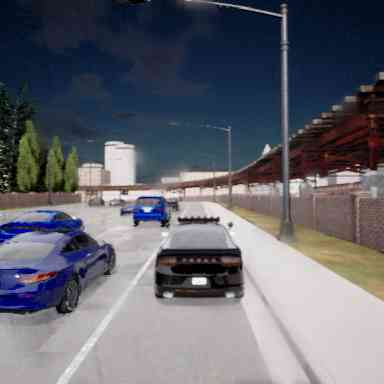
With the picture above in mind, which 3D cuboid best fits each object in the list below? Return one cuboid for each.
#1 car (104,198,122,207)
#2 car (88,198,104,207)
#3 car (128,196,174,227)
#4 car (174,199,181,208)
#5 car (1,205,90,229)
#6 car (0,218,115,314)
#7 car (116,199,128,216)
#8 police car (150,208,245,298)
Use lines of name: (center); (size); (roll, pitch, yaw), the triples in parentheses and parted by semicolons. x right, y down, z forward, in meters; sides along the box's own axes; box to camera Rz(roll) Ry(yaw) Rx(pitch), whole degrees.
car: (-12.791, 1.722, 56.643); (2.128, 1.511, 4.902); (0, 0, 1)
car: (-16.283, 1.762, 56.945); (1.837, 1.490, 4.892); (0, -1, 1)
car: (-2.810, 1.303, 23.972); (2.150, 2.045, 5.566); (0, 0, 1)
car: (-2.556, 1.633, 42.276); (1.837, 1.490, 4.892); (0, 0, 1)
car: (-6.481, 1.557, 14.983); (1.882, 1.535, 5.008); (0, 0, 1)
car: (-3.124, 1.565, 7.550); (1.812, 1.442, 4.674); (0, 0, 1)
car: (-6.104, 1.693, 34.599); (1.994, 1.385, 4.181); (0, 0, 1)
police car: (0.183, 1.447, 8.724); (1.930, 1.638, 5.238); (0, 0, 1)
